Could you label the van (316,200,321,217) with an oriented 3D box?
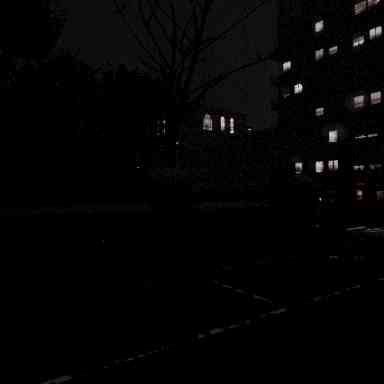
[{"bbox_3d":[10.526,1.646,32.576,1.690,1.788,3.998,-1,0,-36],"label":"van"}]
